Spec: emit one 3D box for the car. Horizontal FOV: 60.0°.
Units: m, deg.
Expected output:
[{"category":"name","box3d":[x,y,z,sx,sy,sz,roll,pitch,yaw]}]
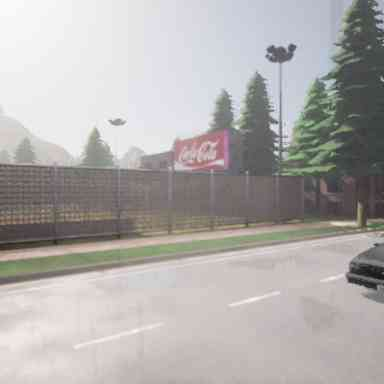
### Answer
[{"category":"car","box3d":[6.006,1.532,8.159,5.357,1.411,2.033,0,0,-35]}]
